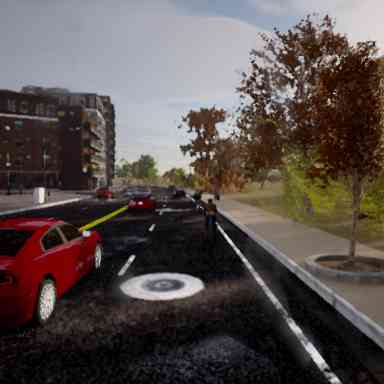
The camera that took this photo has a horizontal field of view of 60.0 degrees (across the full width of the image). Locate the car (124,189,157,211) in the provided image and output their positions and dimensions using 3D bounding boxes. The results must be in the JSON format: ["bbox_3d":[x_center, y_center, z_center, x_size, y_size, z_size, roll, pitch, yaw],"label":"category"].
[{"bbox_3d":[-3.881,0.728,26.445,1.994,1.385,4.181,0,2,-3],"label":"car"}]

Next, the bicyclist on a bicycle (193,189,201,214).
[{"bbox_3d":[0.356,0.663,22.160,0.659,1.776,1.843,0,2,-2],"label":"bicyclist on a bicycle"}]

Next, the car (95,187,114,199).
[{"bbox_3d":[-11.538,0.092,44.074,1.882,1.535,5.008,0,2,-4],"label":"car"}]

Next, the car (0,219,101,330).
[{"bbox_3d":[-3.251,1.266,6.670,1.882,1.535,5.008,0,2,-1],"label":"car"}]

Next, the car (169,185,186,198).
[{"bbox_3d":[-1.798,0.091,45.708,2.033,1.411,5.357,0,2,-4],"label":"car"}]

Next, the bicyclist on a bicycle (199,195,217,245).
[{"bbox_3d":[0.680,1.060,12.236,0.582,1.620,1.656,0,2,-1],"label":"bicyclist on a bicycle"}]

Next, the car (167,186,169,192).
[{"bbox_3d":[-4.263,-0.813,71.698,1.882,1.535,5.008,0,2,-6],"label":"car"}]

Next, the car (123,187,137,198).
[{"bbox_3d":[-8.445,0.027,46.390,2.128,1.511,4.902,0,2,-4],"label":"car"}]
